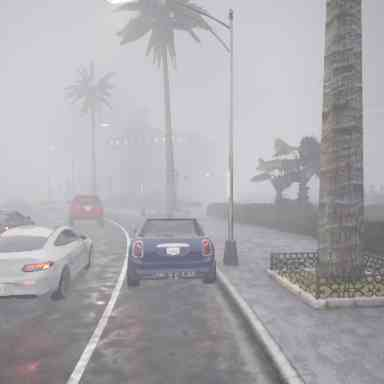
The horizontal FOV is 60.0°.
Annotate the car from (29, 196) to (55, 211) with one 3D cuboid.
[{"bbox_3d":[-17.668,1.464,38.757,1.882,1.535,5.008,0,0,-44],"label":"car"}]

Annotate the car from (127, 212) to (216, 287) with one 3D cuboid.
[{"bbox_3d":[-0.703,1.352,9.627,2.097,1.767,4.553,0,0,-7],"label":"car"}]

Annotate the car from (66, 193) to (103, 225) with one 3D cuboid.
[{"bbox_3d":[-7.752,1.215,23.997,2.150,2.045,5.566,0,0,-22],"label":"car"}]

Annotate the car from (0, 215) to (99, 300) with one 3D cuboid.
[{"bbox_3d":[-3.694,1.523,8.155,1.812,1.442,4.674,0,0,-6],"label":"car"}]

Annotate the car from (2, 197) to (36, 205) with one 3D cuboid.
[{"bbox_3d":[-18.463,1.533,34.756,2.033,1.411,5.357,0,0,-42],"label":"car"}]

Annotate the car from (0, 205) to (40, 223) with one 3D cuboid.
[{"bbox_3d":[-8.338,1.519,14.723,1.812,1.442,4.674,0,0,-13],"label":"car"}]
